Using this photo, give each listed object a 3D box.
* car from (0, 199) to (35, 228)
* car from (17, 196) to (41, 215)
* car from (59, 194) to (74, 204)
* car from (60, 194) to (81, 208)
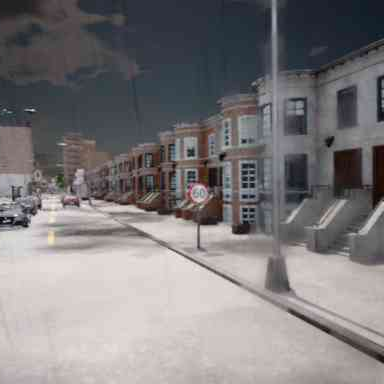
[{"bbox_3d":[-10.878,1.400,20.013,1.994,1.385,4.181,-1,1,-22],"label":"car"},{"bbox_3d":[-14.657,1.253,29.211,1.837,1.490,4.892,-1,1,-22],"label":"car"},{"bbox_3d":[-19.929,1.007,52.862,2.033,1.411,5.357,-1,1,-22],"label":"car"},{"bbox_3d":[-14.594,1.107,40.071,1.812,1.442,4.674,-1,1,-22],"label":"car"}]
